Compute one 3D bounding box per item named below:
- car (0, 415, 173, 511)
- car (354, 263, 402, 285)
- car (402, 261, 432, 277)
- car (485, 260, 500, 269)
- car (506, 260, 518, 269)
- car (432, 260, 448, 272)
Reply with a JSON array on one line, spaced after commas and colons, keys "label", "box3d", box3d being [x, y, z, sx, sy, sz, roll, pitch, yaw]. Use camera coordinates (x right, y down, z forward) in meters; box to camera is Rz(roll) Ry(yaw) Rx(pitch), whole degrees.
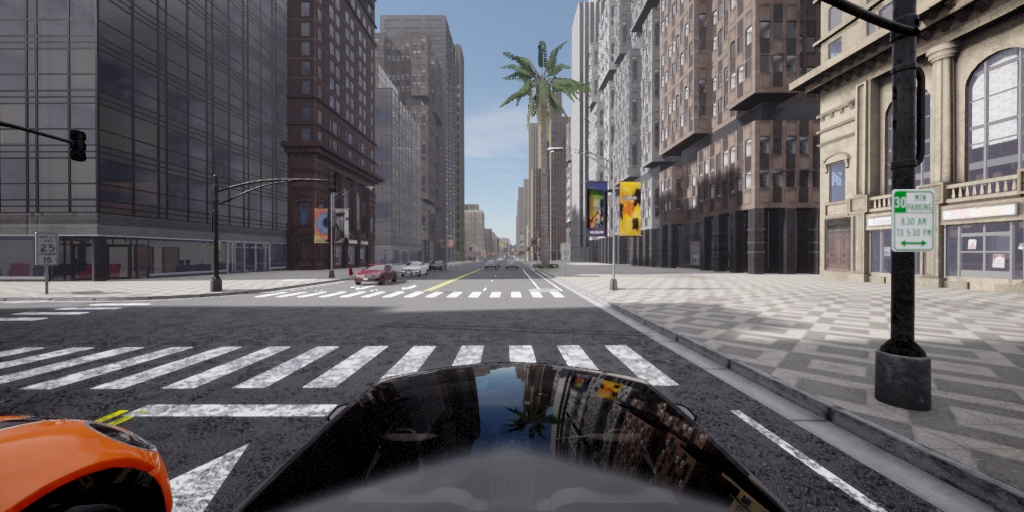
[{"label": "car", "box3d": [-3.150, 1.102, 0.298, 2.097, 1.767, 4.553, 0, 0, 0]}, {"label": "car", "box3d": [-9.847, 1.281, 26.317, 1.812, 1.442, 4.674, 0, 0, -1]}, {"label": "car", "box3d": [-9.839, 1.287, 36.426, 1.812, 1.442, 4.674, 0, 0, 0]}, {"label": "car", "box3d": [-3.239, 1.335, 55.777, 2.033, 1.411, 5.357, 0, 0, 0]}, {"label": "car", "box3d": [0.011, 1.335, 55.777, 2.033, 1.411, 5.357, 0, 0, 0]}, {"label": "car", "box3d": [-9.828, 1.279, 47.680, 1.837, 1.490, 4.892, 0, 0, 1]}]
